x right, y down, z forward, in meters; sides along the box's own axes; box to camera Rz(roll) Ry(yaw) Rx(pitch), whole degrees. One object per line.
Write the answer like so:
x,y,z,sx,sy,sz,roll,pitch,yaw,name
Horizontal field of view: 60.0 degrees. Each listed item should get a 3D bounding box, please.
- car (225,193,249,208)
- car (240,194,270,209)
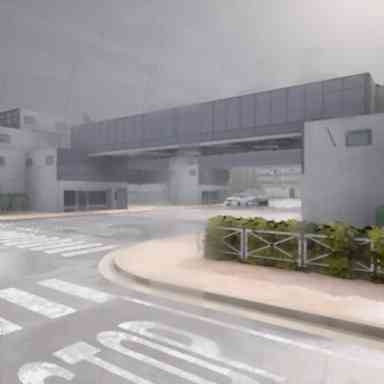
6.975,1.184,49.108,2.150,2.045,5.566,0,0,36,car
9.098,1.459,46.074,2.128,1.511,4.902,0,0,36,car
